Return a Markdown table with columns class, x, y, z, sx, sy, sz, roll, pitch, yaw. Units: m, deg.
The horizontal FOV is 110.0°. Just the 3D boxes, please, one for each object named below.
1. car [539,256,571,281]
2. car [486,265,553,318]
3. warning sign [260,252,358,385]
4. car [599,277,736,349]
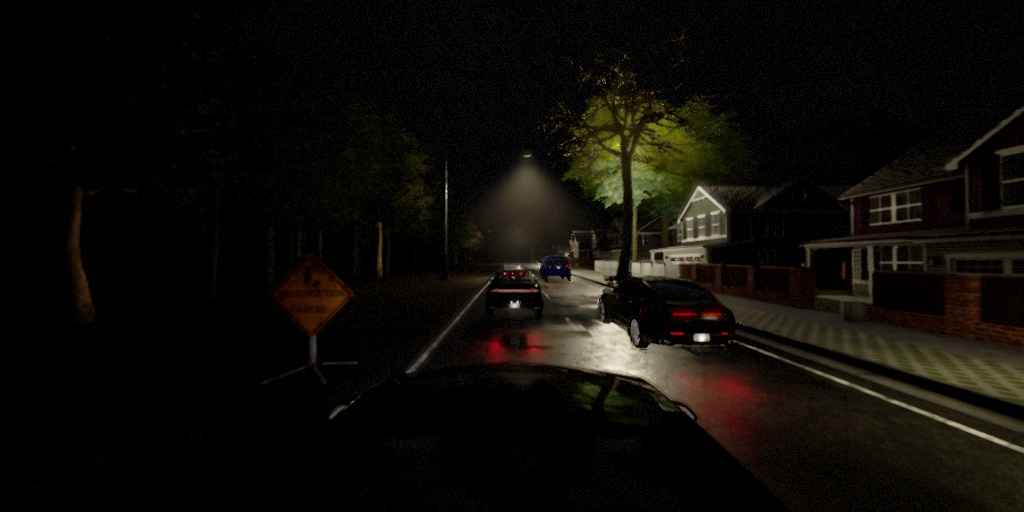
| class | x | y | z | sx | sy | sz | roll | pitch | yaw |
| --- | --- | --- | --- | --- | --- | --- | --- | --- | --- |
| car | 3.599 | 1.003 | 30.373 | 2.150 | 2.045 | 5.566 | 0 | 0 | 0 |
| car | 0.089 | 1.255 | 13.085 | 2.128 | 1.511 | 4.902 | 0 | 0 | 0 |
| warning sign | -3.049 | 0.870 | 5.502 | 1.300 | 1.860 | 1.060 | 0 | 0 | 0 |
| car | 3.577 | 1.265 | 9.161 | 1.837 | 1.490 | 4.892 | 0 | 0 | 0 |
